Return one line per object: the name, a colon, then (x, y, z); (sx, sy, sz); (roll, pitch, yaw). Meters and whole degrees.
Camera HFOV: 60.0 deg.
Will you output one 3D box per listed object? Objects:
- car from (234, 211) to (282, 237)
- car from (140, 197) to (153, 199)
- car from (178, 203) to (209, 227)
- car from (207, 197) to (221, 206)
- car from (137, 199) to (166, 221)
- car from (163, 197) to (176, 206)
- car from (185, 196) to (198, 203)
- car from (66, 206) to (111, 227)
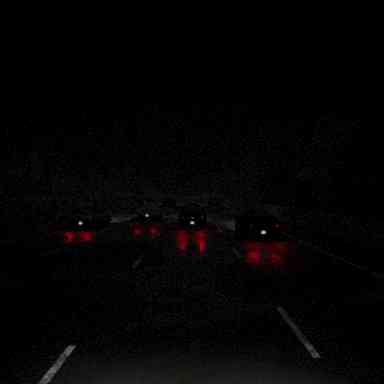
car: (3.534, 1.696, 18.676); (1.895, 1.301, 4.718); (0, 0, 0)
car: (-7.080, 1.387, 51.293); (1.994, 1.385, 4.181); (0, 1, 0)
car: (0.017, 1.677, 23.575); (1.895, 1.301, 4.718); (0, 0, 0)
car: (3.417, 1.424, 51.874); (1.994, 1.385, 4.181); (0, 1, 0)
car: (-3.498, 1.572, 28.095); (1.812, 1.442, 4.674); (0, 0, 0)
car: (-3.580, 1.402, 51.258); (1.994, 1.385, 4.181); (0, 1, 0)
car: (-0.086, 1.307, 53.261); (1.882, 1.535, 5.008); (0, 1, 0)
car: (-6.981, 1.648, 23.017); (1.895, 1.301, 4.718); (0, 0, 0)
